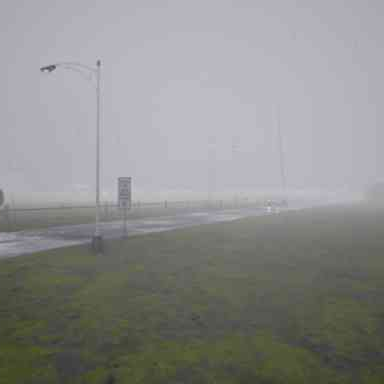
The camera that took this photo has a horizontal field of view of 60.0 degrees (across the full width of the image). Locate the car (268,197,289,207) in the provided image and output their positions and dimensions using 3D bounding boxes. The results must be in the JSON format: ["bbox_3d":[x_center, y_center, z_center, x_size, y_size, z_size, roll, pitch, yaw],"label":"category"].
[{"bbox_3d":[13.224,1.497,50.506,2.033,1.411,5.357,1,0,33],"label":"car"}]
